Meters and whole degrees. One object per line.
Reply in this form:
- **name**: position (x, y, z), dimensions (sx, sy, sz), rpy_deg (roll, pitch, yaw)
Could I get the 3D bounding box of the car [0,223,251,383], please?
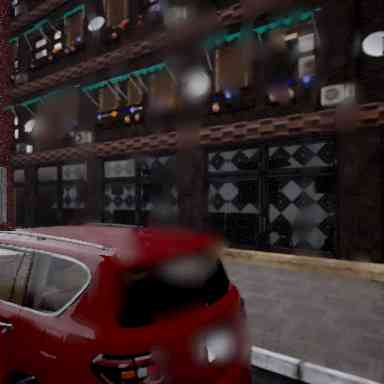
- **car**: position (-1.744, 1.314, 4.015), dimensions (5.009, 1.841, 2.192), rpy_deg (0, -1, 35)
